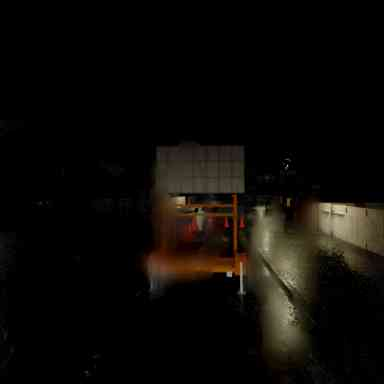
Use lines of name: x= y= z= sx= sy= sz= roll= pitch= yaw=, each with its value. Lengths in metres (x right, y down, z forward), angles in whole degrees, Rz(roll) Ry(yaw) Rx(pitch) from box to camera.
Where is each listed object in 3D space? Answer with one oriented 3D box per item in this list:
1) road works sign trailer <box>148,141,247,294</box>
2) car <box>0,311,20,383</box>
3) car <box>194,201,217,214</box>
road works sign trailer: x=0.226 y=0.469 z=8.834 sx=2.380 sy=3.560 sz=2.880 roll=0 pitch=0 yaw=5
car: x=-2.788 y=1.548 z=1.176 sx=2.033 sy=1.411 sz=5.357 roll=0 pitch=0 yaw=1
car: x=1.504 y=1.662 z=36.187 sx=1.895 sy=1.301 sz=4.718 roll=0 pitch=0 yaw=12
